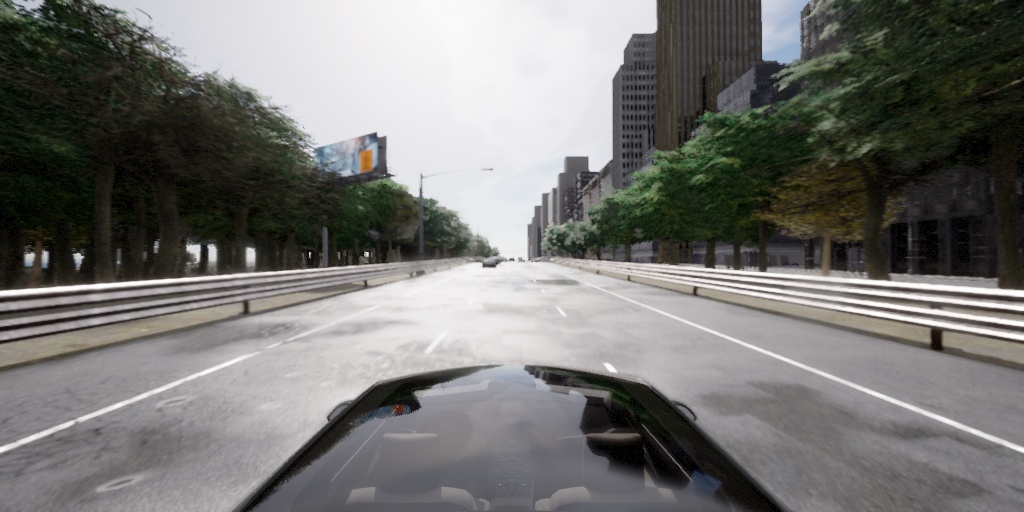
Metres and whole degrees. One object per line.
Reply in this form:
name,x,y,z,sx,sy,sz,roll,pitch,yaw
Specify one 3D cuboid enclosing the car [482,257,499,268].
car,-3.494,1.082,54.624,1.994,1.385,4.181,0,0,0
